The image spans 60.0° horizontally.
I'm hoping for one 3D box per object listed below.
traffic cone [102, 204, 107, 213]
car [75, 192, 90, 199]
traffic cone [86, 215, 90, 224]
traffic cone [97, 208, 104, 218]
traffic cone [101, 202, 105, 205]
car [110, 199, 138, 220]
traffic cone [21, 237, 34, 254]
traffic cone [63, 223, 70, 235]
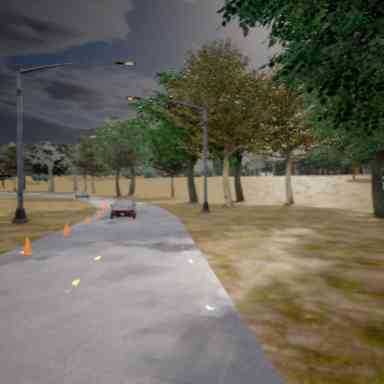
[{"bbox_3d":[-8.353,1.712,31.530,0.340,0.580,0.340,-1,1,-12],"label":"traffic cone"},{"bbox_3d":[-22.442,0.637,67.819,1.994,1.385,4.181,-2,2,-34],"label":"car"},{"bbox_3d":[-6.864,1.825,21.911,0.340,0.580,0.340,0,1,-6],"label":"traffic cone"},{"bbox_3d":[-7.490,1.773,26.740,0.340,0.580,0.340,-1,1,-9],"label":"traffic cone"},{"bbox_3d":[-9.452,1.643,36.274,0.340,0.580,0.340,-1,1,-14],"label":"traffic cone"},{"bbox_3d":[-5.367,1.283,26.365,1.882,1.535,5.008,0,1,-9],"label":"car"},{"bbox_3d":[-5.919,1.910,11.974,0.340,0.580,0.340,0,0,-5],"label":"traffic cone"},{"bbox_3d":[-6.391,1.872,16.955,0.340,0.580,0.340,0,1,-5],"label":"traffic cone"}]
